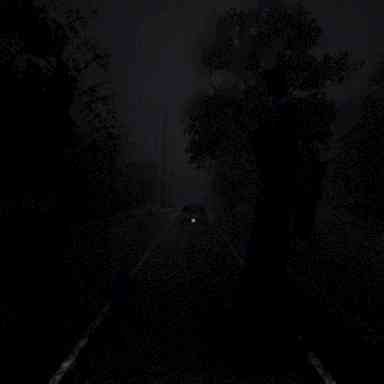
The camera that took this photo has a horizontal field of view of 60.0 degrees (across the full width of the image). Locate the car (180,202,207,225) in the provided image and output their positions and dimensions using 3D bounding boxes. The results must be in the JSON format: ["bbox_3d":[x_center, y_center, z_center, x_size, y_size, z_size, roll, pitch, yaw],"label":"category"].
[{"bbox_3d":[0.104,1.668,24.736,1.895,1.301,4.718,0,0,0],"label":"car"}]

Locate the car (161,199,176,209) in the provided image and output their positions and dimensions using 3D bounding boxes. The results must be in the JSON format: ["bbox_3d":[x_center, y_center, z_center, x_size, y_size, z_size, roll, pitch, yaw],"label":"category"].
[{"bbox_3d":[-3.266,1.689,47.222,1.994,1.385,4.181,0,0,1],"label":"car"}]
